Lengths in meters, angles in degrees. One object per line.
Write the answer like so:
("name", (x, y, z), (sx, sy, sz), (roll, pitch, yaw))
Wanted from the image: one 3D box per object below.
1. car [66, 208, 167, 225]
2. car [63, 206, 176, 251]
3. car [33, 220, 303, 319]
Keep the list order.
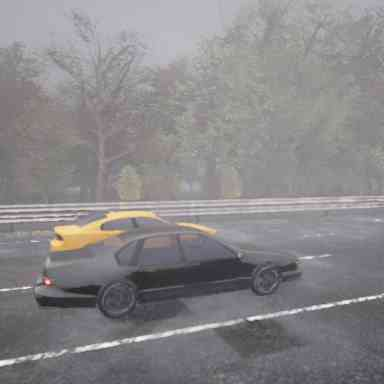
("car", (-1.635, 1.332, 10.238), (5.008, 1.535, 1.882), (-1, 1, -22))
("car", (-2.958, 1.366, 13.478), (4.181, 1.385, 1.994), (-1, 1, -22))
("car", (-0.350, 1.446, 6.987), (5.357, 1.411, 2.033), (-1, 1, -22))
